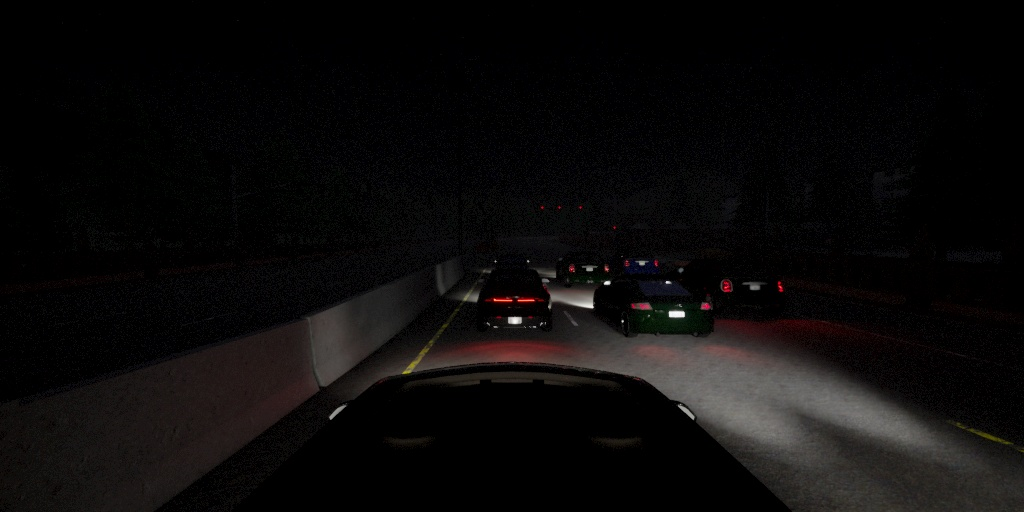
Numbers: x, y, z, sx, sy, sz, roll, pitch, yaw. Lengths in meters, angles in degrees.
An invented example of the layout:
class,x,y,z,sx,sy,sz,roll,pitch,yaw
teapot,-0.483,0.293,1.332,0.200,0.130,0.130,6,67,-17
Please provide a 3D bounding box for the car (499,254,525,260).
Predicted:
class,x,y,z,sx,sy,sz,roll,pitch,yaw
car,-0.002,0.599,19.837,2.033,1.411,5.357,0,4,0

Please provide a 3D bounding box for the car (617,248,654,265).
class,x,y,z,sx,sy,sz,roll,pitch,yaw
car,7.046,0.311,21.413,2.097,1.767,4.553,0,4,1

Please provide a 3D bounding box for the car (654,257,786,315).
class,x,y,z,sx,sy,sz,roll,pitch,yaw
car,7.042,0.834,12.527,2.097,1.767,4.553,0,3,0

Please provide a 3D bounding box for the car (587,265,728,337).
class,x,y,z,sx,sy,sz,roll,pitch,yaw
car,3.559,1.161,9.767,1.994,1.385,4.181,0,2,0

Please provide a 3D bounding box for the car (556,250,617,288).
class,x,y,z,sx,sy,sz,roll,pitch,yaw
car,3.505,0.494,18.358,2.097,1.767,4.553,0,4,0

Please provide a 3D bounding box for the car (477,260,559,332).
class,x,y,z,sx,sy,sz,roll,pitch,yaw
car,0.055,1.081,10.333,1.837,1.490,4.892,0,2,0
